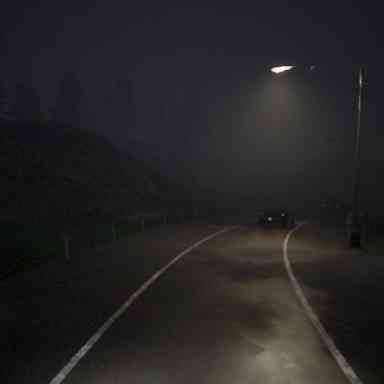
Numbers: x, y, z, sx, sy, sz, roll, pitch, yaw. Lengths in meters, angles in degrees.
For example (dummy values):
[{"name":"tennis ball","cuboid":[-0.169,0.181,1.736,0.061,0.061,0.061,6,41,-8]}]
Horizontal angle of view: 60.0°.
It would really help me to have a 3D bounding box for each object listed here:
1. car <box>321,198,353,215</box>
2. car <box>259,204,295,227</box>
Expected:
[{"name":"car","cuboid":[16.583,1.608,37.802,2.097,1.767,4.553,5,2,44]},{"name":"car","cuboid":[5.902,1.526,22.935,1.812,1.442,4.674,2,1,26]}]
